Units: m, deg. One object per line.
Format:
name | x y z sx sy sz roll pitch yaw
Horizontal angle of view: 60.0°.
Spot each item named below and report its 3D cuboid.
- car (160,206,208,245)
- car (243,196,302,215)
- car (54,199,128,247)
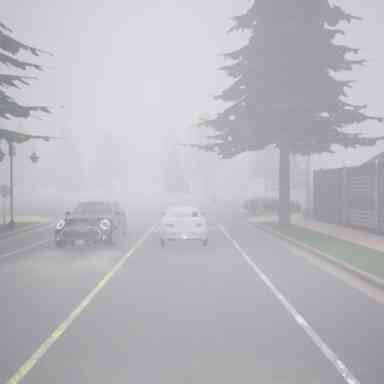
car | -0.368 1.297 14.025 1.812 1.442 4.674 0 1 -3
car | 6.610 1.082 27.331 4.902 1.511 2.128 0 1 -11
car | -3.990 1.129 13.788 2.097 1.767 4.553 0 1 -3
